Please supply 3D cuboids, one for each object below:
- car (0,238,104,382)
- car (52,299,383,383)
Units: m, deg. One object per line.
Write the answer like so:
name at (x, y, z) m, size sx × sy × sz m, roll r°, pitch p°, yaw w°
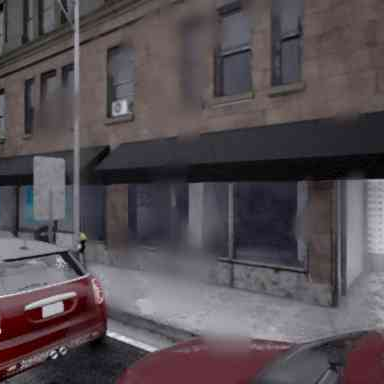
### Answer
car at (-3.254, 1.438, 5.146) m, size 4.097 × 1.590 × 1.967 m, roll 0°, pitch 0°, yaw 36°
car at (1.231, 1.582, 1.929) m, size 4.206 × 1.307 × 1.802 m, roll 0°, pitch 0°, yaw 36°
